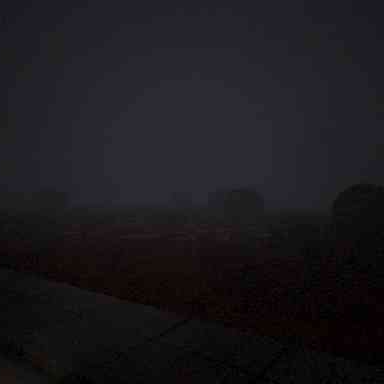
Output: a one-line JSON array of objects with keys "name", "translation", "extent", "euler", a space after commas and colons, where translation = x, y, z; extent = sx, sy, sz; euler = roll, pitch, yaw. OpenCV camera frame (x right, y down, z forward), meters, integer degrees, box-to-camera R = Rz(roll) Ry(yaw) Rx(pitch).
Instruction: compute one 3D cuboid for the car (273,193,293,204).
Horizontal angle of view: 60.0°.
[{"name": "car", "translation": [17.583, 1.273, 64.041], "extent": [3.866, 1.878, 1.905], "euler": [-2, 6, -11]}]
